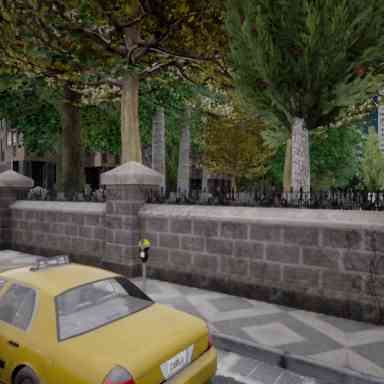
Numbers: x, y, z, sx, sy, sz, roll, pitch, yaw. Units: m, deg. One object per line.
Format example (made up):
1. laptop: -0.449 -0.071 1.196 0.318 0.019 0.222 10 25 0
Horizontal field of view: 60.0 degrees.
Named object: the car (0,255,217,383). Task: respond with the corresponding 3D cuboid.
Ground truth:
1. car: -2.014 1.525 4.395 4.829 1.417 1.752 0 0 35
